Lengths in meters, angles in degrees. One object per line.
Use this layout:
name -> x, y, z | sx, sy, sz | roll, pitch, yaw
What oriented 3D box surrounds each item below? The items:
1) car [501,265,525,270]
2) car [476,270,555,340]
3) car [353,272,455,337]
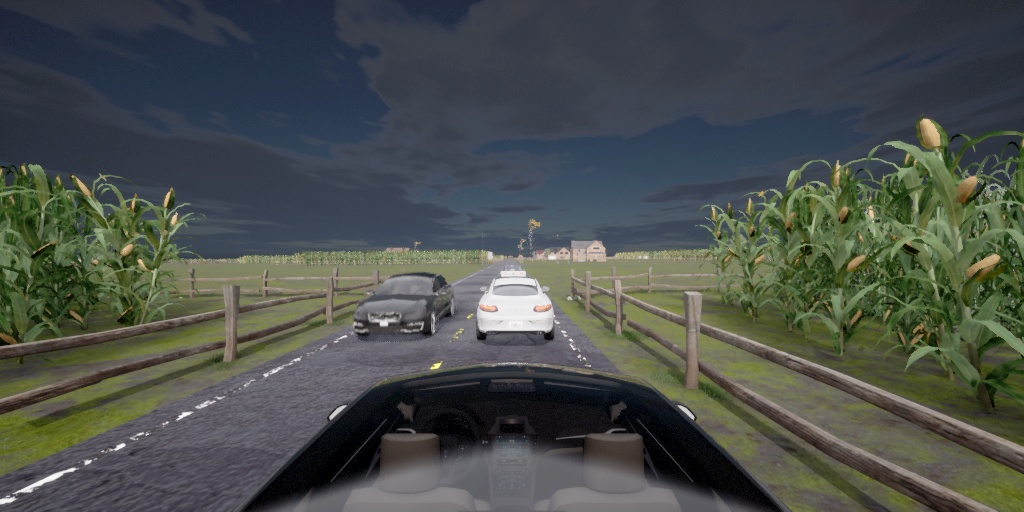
car -> 0.074, 1.369, 28.335 | 1.895, 1.301, 4.718 | 0, 0, -1
car -> 0.079, 1.279, 9.865 | 1.812, 1.442, 4.674 | 0, 0, 0
car -> -2.859, 1.258, 10.423 | 1.837, 1.490, 4.892 | 0, 0, 0
